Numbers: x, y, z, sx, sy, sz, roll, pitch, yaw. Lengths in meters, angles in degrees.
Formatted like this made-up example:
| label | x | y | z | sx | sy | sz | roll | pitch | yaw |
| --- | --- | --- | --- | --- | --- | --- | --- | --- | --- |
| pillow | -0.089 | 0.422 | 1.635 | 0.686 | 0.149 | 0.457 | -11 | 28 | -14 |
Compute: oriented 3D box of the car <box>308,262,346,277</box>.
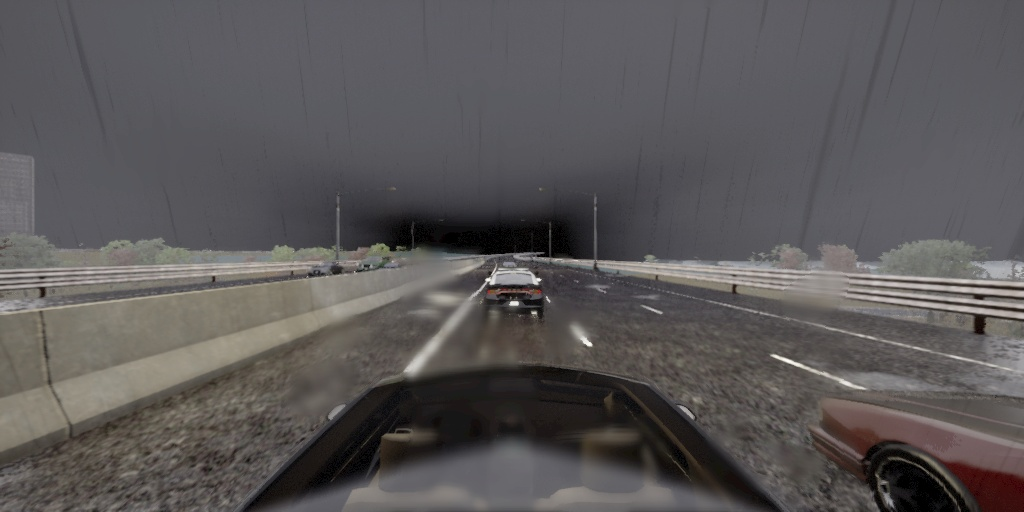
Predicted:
| label | x | y | z | sx | sy | sz | roll | pitch | yaw |
| --- | --- | --- | --- | --- | --- | --- | --- | --- | --- |
| car | -17.913 | 1.307 | 34.828 | 1.994 | 1.385 | 4.181 | 0 | 0 | -1 |

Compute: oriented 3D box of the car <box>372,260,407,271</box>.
| label | x | y | z | sx | sy | sz | roll | pitch | yaw |
| --- | --- | --- | --- | --- | --- | --- | --- | --- | --- |
| car | -10.879 | 1.307 | 32.877 | 1.994 | 1.385 | 4.181 | 0 | 0 | -1 |

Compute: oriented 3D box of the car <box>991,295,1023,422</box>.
| label | x | y | z | sx | sy | sz | roll | pitch | yaw |
| --- | --- | --- | --- | --- | --- | --- | --- | --- | --- |
| car | 7.093 | 1.253 | 2.172 | 1.837 | 1.490 | 4.892 | 0 | 0 | 0 |

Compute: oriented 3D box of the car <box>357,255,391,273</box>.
| label | x | y | z | sx | sy | sz | roll | pitch | yaw |
| --- | --- | --- | --- | --- | --- | --- | --- | --- | --- |
| car | -14.479 | 0.961 | 38.269 | 2.150 | 2.045 | 5.566 | 0 | 0 | -1 |

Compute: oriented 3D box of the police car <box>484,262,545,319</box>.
| label | x | y | z | sx | sy | sz | roll | pitch | yaw |
| --- | --- | --- | --- | --- | --- | --- | --- | --- | --- |
| police car | 0.057 | 1.175 | 13.014 | 1.930 | 1.638 | 5.238 | 0 | 0 | 0 |

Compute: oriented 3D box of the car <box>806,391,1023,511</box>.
| label | x | y | z | sx | sy | sz | roll | pitch | yaw |
| --- | --- | --- | --- | --- | --- | --- | --- | --- | --- |
| car | 3.597 | 1.297 | 0.748 | 2.033 | 1.411 | 5.357 | 0 | 0 | 0 |
